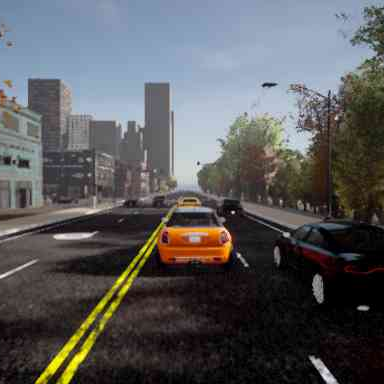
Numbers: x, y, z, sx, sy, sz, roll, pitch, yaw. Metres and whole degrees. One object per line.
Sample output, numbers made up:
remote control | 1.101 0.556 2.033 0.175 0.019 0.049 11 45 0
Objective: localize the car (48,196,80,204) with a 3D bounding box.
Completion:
car | -20.700 1.342 54.750 4.313 1.339 1.947 -1 2 -1

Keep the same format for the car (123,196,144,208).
car | -7.064 1.213 40.375 1.994 1.385 4.181 0 0 0

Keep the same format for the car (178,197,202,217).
car | -0.214 1.224 28.862 1.882 1.535 5.008 0 0 -1

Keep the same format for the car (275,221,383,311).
car | 3.330 1.408 7.732 1.882 1.535 5.008 0 1 0

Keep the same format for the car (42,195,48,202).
car | -29.173 1.268 63.122 4.403 1.369 2.008 -1 2 -1

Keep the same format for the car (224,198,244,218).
car | 3.059 1.262 27.509 1.837 1.490 4.892 0 0 -1

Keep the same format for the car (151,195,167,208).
car | -3.813 1.155 40.278 1.837 1.490 4.892 0 0 -1

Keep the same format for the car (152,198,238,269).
car | 0.049 1.255 10.930 2.097 1.767 4.553 0 1 -1
